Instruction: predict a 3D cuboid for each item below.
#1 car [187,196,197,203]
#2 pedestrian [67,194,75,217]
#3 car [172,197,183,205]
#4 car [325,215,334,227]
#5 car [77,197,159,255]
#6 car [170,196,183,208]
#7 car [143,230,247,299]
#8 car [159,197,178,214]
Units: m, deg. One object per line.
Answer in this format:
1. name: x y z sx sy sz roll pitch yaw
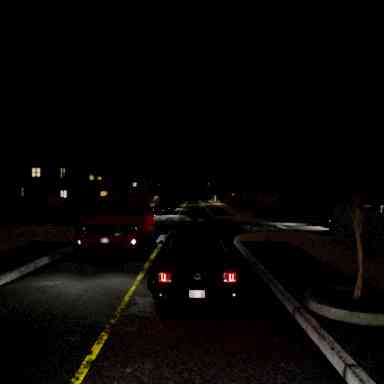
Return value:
1. car: 0.067 1.678 71.290 1.837 1.490 4.892 0 0 0
2. pedestrian: -9.631 1.046 26.420 0.375 1.860 0.375 0 -2 0
3. car: -2.803 1.668 64.181 1.812 1.442 4.674 0 0 0
4. car: 11.714 1.900 23.505 4.181 1.385 1.994 1 -1 -1
5. car: -2.842 1.235 13.643 2.150 2.045 5.566 0 0 0
6. car: -2.842 1.435 48.888 2.097 1.767 4.553 0 0 0
7. car: 0.098 1.605 8.391 1.895 1.301 4.718 0 0 0
8. car: -2.852 1.549 35.387 1.837 1.490 4.892 0 0 0
